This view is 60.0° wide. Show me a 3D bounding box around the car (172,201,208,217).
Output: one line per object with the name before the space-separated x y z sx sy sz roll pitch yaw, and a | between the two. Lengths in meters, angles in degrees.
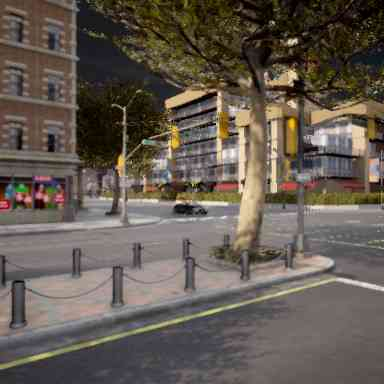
car | -0.230 1.634 33.067 1.994 1.385 4.181 0 0 -36
